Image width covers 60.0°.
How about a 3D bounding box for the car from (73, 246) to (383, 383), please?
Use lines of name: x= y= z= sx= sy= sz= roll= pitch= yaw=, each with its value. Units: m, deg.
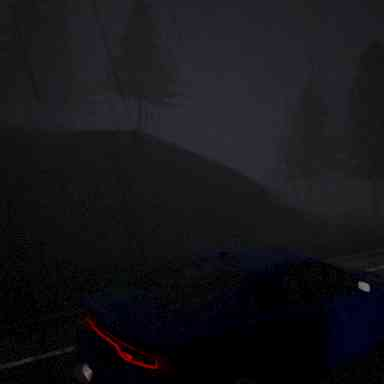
car: x=1.053 y=1.490 z=4.496 sx=5.008 sy=1.535 sz=1.882 roll=0 pitch=0 yaw=-35
